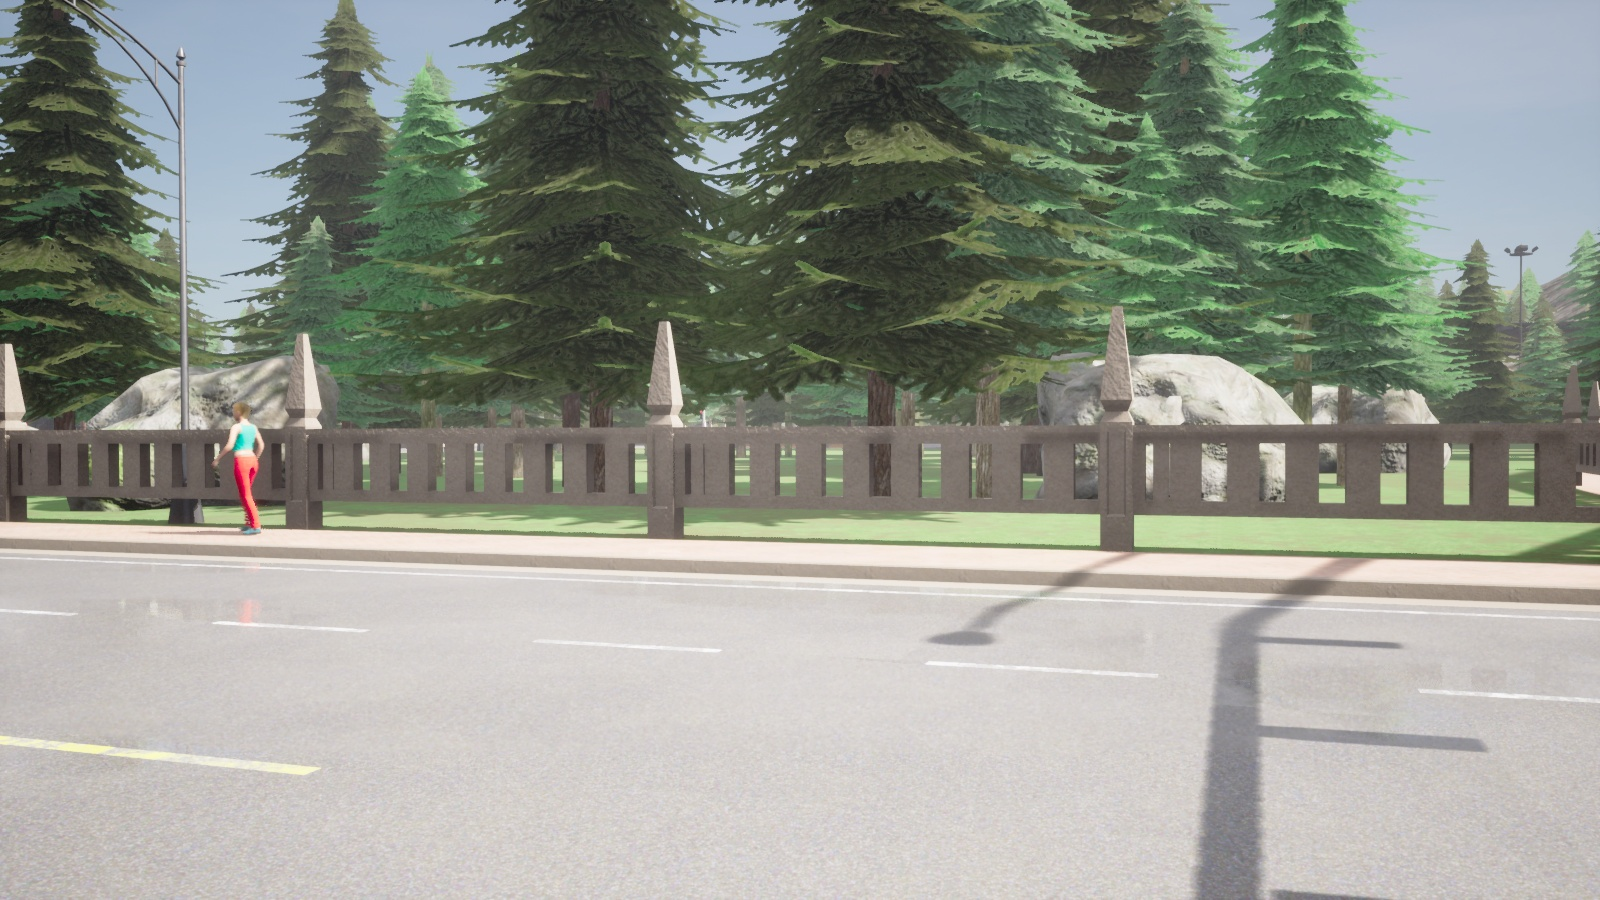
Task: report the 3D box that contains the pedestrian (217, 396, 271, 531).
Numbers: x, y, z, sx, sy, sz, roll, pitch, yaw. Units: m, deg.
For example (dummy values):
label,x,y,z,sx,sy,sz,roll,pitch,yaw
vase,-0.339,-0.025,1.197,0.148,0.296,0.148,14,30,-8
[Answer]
label,x,y,z,sx,sy,sz,roll,pitch,yaw
pedestrian,-7.675,0.179,17.333,0.594,1.836,0.345,0,1,17
